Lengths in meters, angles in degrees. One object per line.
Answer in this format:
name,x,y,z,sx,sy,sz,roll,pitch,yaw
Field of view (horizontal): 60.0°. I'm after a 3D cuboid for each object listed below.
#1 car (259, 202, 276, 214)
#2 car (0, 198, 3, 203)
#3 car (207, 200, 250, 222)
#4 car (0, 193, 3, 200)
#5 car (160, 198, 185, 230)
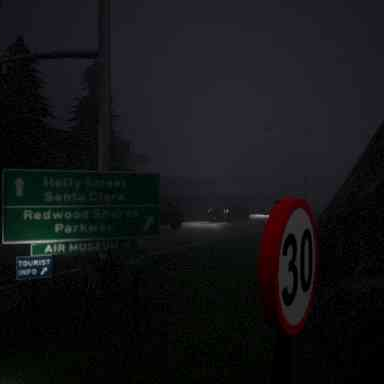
car,9.086,1.756,36.945,1.994,1.385,4.181,0,0,36
car,-12.364,1.505,26.061,1.905,1.878,3.866,0,0,35
car,3.212,1.544,28.891,2.097,1.767,4.553,0,0,36
car,-38.552,1.490,70.011,4.514,1.523,2.007,0,0,35
car,-2.678,1.414,20.798,2.150,2.045,5.566,0,0,36
